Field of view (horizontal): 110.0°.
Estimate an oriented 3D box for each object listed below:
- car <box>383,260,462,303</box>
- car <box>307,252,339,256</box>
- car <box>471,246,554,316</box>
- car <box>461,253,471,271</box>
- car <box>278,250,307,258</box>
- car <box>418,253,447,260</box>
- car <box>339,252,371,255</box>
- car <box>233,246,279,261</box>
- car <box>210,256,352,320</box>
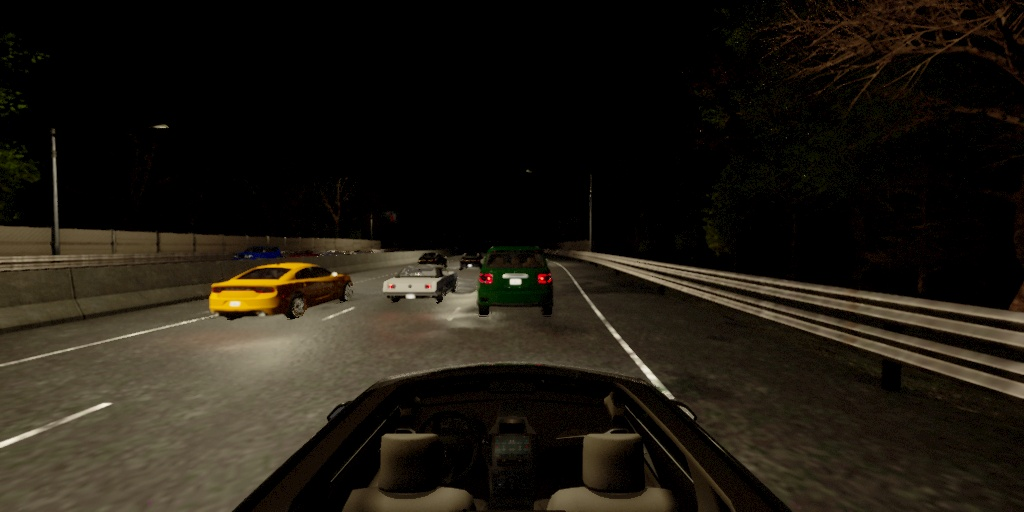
[{"bbox_3d":[-3.391,1.003,14.250,1.895,1.301,4.718,0,2,0],"label":"car"},{"bbox_3d":[-21.038,0.205,41.675,2.033,1.411,5.357,0,1,0],"label":"car"},{"bbox_3d":[0.099,0.686,12.014,2.150,2.045,5.566,0,2,0],"label":"car"},{"bbox_3d":[-3.368,0.443,31.211,1.837,1.490,4.892,0,2,0],"label":"car"},{"bbox_3d":[-24.535,0.183,41.691,1.812,1.442,4.674,0,2,0],"label":"car"},{"bbox_3d":[-6.869,0.442,31.232,1.837,1.490,4.892,0,2,0],"label":"car"},{"bbox_3d":[-17.540,0.205,41.658,2.033,1.411,5.357,0,2,0],"label":"car"},{"bbox_3d":[-27.956,-0.068,39.619,2.150,2.045,5.566,0,2,-1],"label":"car"},{"bbox_3d":[-6.904,0.958,11.425,1.882,1.535,5.008,0,2,0],"label":"car"}]
